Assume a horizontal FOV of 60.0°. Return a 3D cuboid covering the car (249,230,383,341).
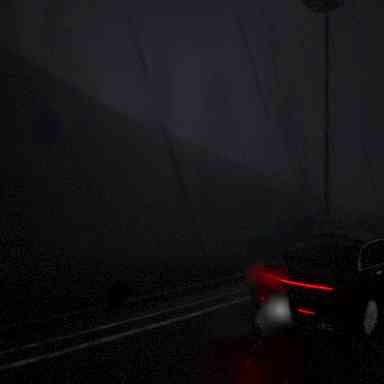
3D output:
[{"bbox_3d":[3.178,1.538,6.673,4.892,1.490,1.837,0,0,-41],"label":"car"}]
